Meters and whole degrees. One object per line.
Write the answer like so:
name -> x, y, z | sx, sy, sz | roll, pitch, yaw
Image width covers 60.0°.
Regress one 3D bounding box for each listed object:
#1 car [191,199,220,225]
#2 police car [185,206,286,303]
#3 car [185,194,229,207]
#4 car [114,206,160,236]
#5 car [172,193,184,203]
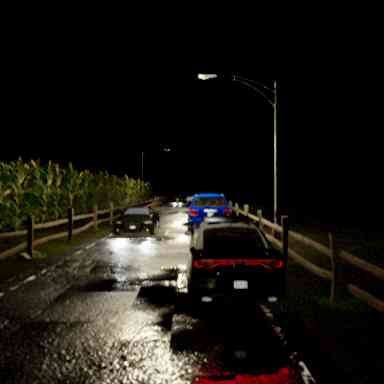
car -> 0.893, 1.352, 24.219 | 1.882, 1.535, 5.008 | 0, 0, 0
police car -> 0.848, 1.382, 8.329 | 1.930, 1.638, 5.238 | 0, 0, 0
car -> 0.876, 1.130, 18.248 | 2.150, 2.045, 5.566 | 0, 0, 0
car -> -2.801, 1.472, 17.686 | 1.994, 1.385, 4.181 | 0, 0, 0
car -> -2.631, 1.231, 61.651 | 2.128, 1.511, 4.902 | 0, 0, 1
